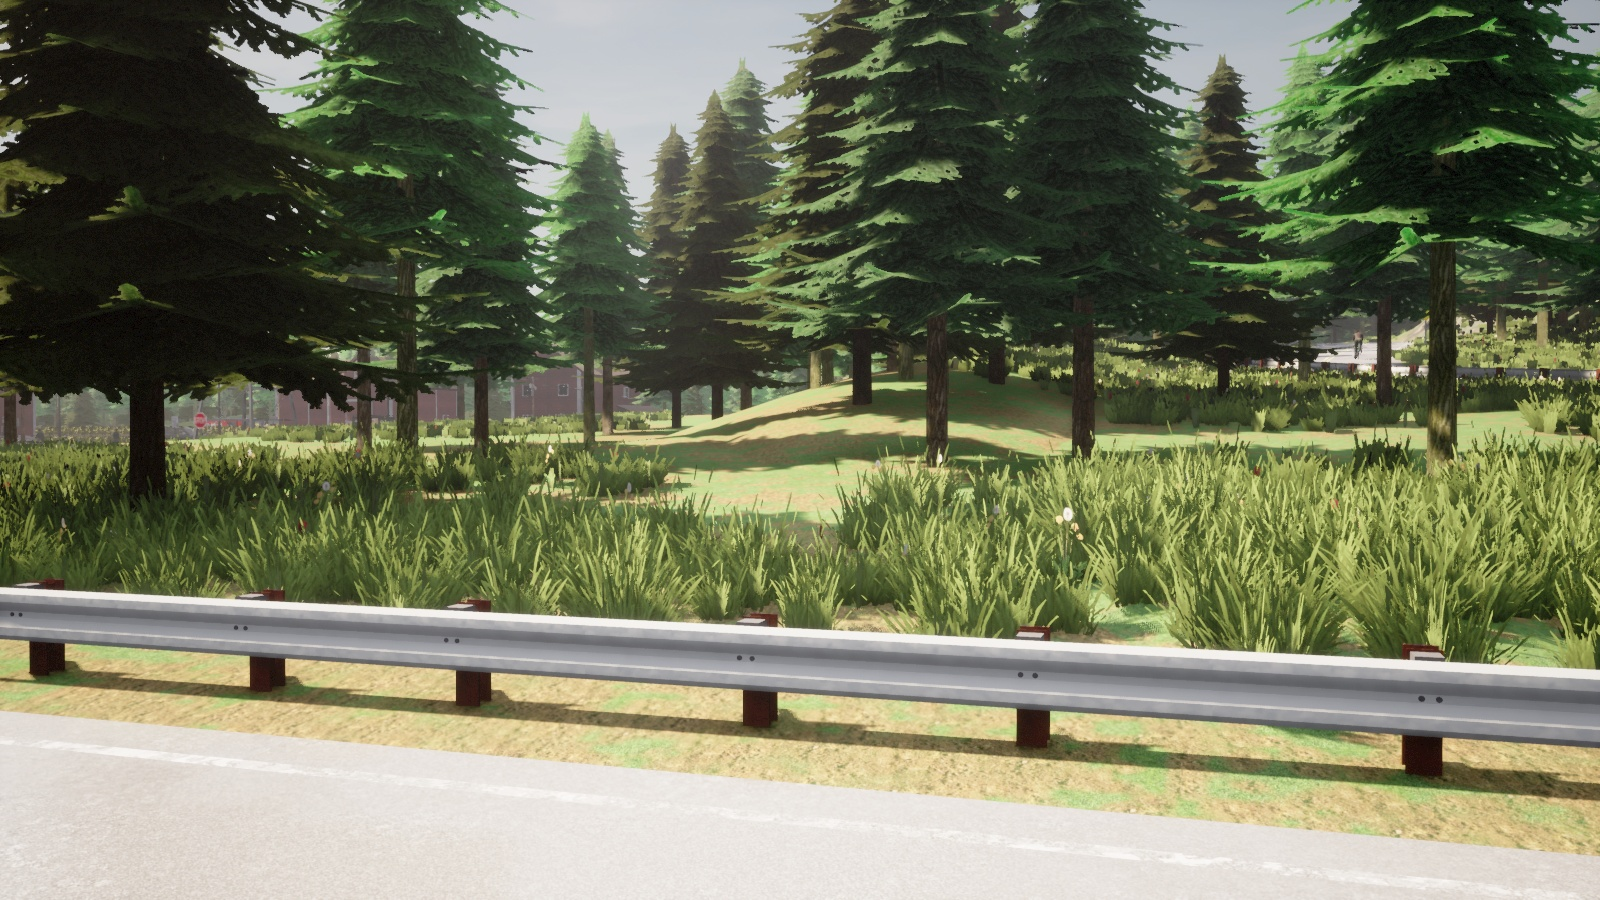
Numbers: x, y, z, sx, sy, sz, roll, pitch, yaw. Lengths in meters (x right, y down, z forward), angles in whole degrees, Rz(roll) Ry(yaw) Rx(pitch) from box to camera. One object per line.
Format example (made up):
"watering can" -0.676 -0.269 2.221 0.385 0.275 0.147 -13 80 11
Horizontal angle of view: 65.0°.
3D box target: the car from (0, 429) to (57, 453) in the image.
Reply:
"car" -49.775 -0.606 80.340 3.633 1.501 1.845 1 1 16
